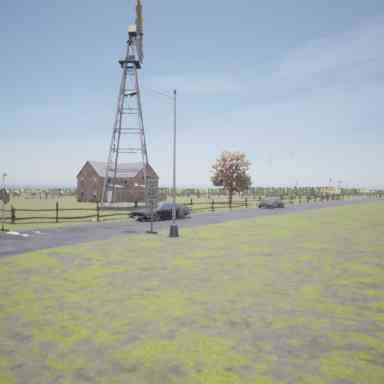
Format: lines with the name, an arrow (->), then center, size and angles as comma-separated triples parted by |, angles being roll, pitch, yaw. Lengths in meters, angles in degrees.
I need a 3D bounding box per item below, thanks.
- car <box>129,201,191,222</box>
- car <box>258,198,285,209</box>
car -> -2.304, 1.446, 25.737 | 2.033, 1.411, 5.357 | 1, 1, 37
car -> 9.944, 1.397, 41.531 | 1.994, 1.385, 4.181 | 1, 1, 38
